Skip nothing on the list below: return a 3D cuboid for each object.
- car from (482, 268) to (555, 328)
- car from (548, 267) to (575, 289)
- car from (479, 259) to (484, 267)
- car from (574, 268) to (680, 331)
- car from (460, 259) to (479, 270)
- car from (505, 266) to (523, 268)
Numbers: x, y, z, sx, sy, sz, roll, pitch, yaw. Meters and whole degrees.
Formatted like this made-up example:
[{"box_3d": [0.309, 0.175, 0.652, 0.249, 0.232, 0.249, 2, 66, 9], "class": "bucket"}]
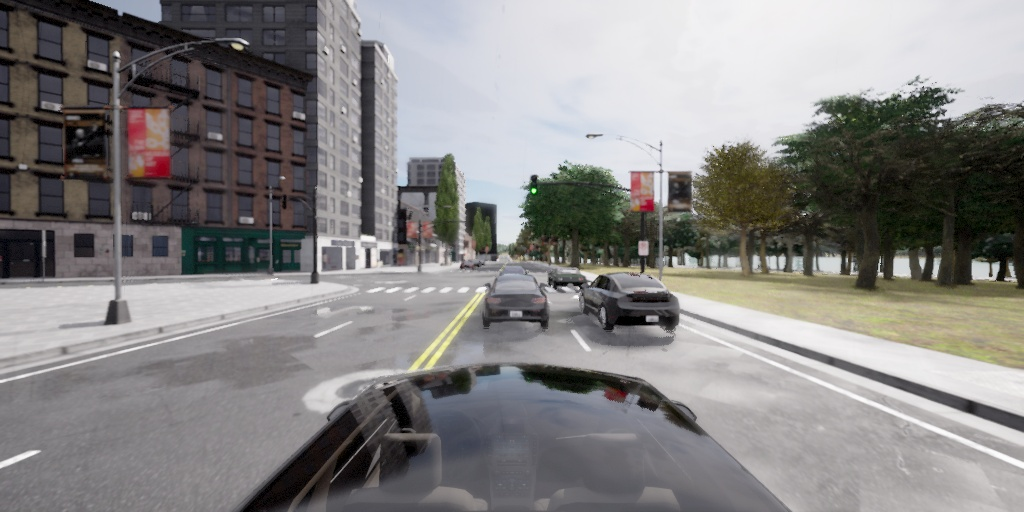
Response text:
[{"box_3d": [0.105, 1.279, 11.241, 1.812, 1.442, 4.674, 0, 0, 0], "class": "car"}, {"box_3d": [3.351, 1.357, 22.816, 1.895, 1.301, 4.718, 0, 0, 0], "class": "car"}, {"box_3d": [-6.519, 1.246, 62.697, 1.882, 1.535, 5.008, 0, 0, 1], "class": "car"}, {"box_3d": [3.349, 1.258, 10.975, 1.837, 1.490, 4.892, 0, 0, 0], "class": "car"}, {"box_3d": [-6.580, 1.326, 53.575, 1.994, 1.385, 4.181, 0, 0, 0], "class": "car"}, {"box_3d": [0.101, 1.321, 22.489, 1.994, 1.385, 4.181, 0, 0, 0], "class": "car"}]
